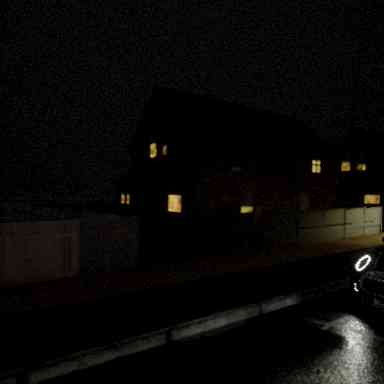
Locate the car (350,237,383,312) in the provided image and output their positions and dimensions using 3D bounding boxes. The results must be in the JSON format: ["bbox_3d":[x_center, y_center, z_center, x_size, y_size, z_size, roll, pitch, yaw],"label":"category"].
[{"bbox_3d":[5.263,1.363,6.827,4.553,1.767,2.097,0,0,-35],"label":"car"}]
